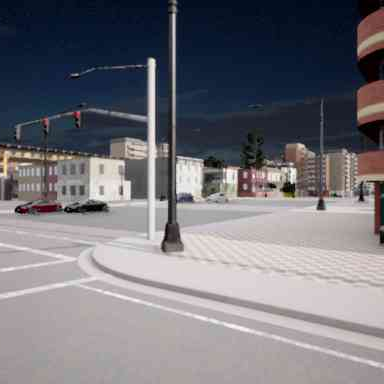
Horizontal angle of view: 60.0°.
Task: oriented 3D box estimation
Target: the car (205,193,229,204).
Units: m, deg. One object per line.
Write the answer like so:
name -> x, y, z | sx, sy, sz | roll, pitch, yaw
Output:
car -> 3.782, 0.949, 49.850 | 1.812, 1.442, 4.674 | 0, 1, 37

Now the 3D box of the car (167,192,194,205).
car -> -1.647, 0.849, 48.431 | 2.097, 1.767, 4.553 | 0, 1, 37

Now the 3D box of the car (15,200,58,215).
car -> -14.337, 1.407, 31.376 | 1.994, 1.385, 4.181 | 0, 1, 37

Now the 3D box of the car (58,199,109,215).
car -> -9.920, 1.373, 31.450 | 1.994, 1.385, 4.181 | 0, 1, 37
